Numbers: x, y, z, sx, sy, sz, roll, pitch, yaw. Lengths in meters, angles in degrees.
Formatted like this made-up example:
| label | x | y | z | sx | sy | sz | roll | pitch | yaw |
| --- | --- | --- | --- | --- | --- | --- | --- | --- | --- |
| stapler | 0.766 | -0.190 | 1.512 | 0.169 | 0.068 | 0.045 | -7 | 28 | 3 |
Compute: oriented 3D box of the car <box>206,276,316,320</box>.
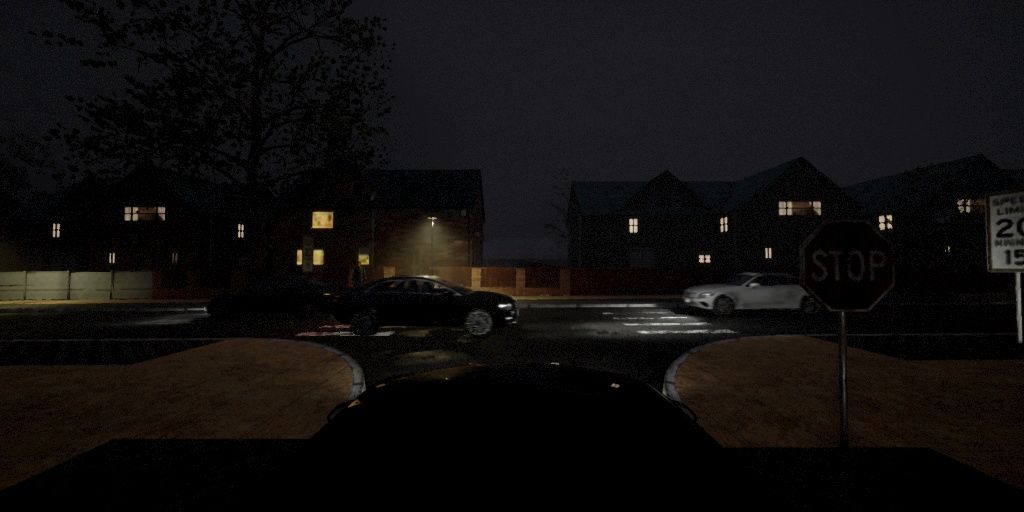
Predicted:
| label | x | y | z | sx | sy | sz | roll | pitch | yaw |
| --- | --- | --- | --- | --- | --- | --- | --- | --- | --- |
| car | -8.215 | 1.438 | 12.868 | 4.674 | 1.442 | 1.812 | -1 | -1 | 1 |

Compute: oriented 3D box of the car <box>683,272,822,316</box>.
| label | x | y | z | sx | sy | sz | roll | pitch | yaw |
| --- | --- | --- | --- | --- | --- | --- | --- | --- | --- |
| car | 8.565 | 1.283 | 12.685 | 4.674 | 1.442 | 1.812 | 0 | -1 | 1 |

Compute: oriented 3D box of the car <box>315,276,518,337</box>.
| label | x | y | z | sx | sy | sz | roll | pitch | yaw |
| --- | --- | --- | --- | --- | --- | --- | --- | --- | --- |
| car | -2.297 | 1.282 | 9.847 | 4.902 | 1.511 | 2.128 | 0 | -1 | 1 |

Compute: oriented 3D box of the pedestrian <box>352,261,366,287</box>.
| label | x | y | z | sx | sy | sz | roll | pitch | yaw |
| --- | --- | --- | --- | --- | --- | --- | --- | --- | --- |
| pedestrian | -6.729 | 1.113 | 15.770 | 0.375 | 1.860 | 0.375 | 0 | -1 | 1 |
